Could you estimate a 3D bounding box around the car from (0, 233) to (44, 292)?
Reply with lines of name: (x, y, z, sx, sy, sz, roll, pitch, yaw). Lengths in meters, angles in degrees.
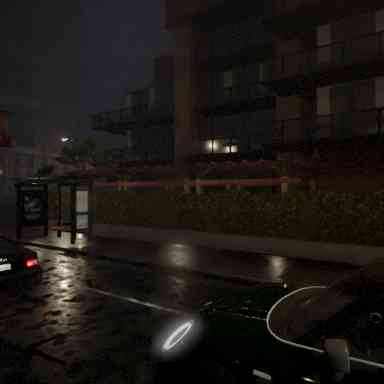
car: (-5.768, 1.547, 8.061, 5.357, 1.411, 2.033, 0, 0, 36)

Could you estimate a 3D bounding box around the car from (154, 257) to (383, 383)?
car: (1.850, 1.352, 2.685, 4.553, 1.767, 2.097, 0, 0, 35)
